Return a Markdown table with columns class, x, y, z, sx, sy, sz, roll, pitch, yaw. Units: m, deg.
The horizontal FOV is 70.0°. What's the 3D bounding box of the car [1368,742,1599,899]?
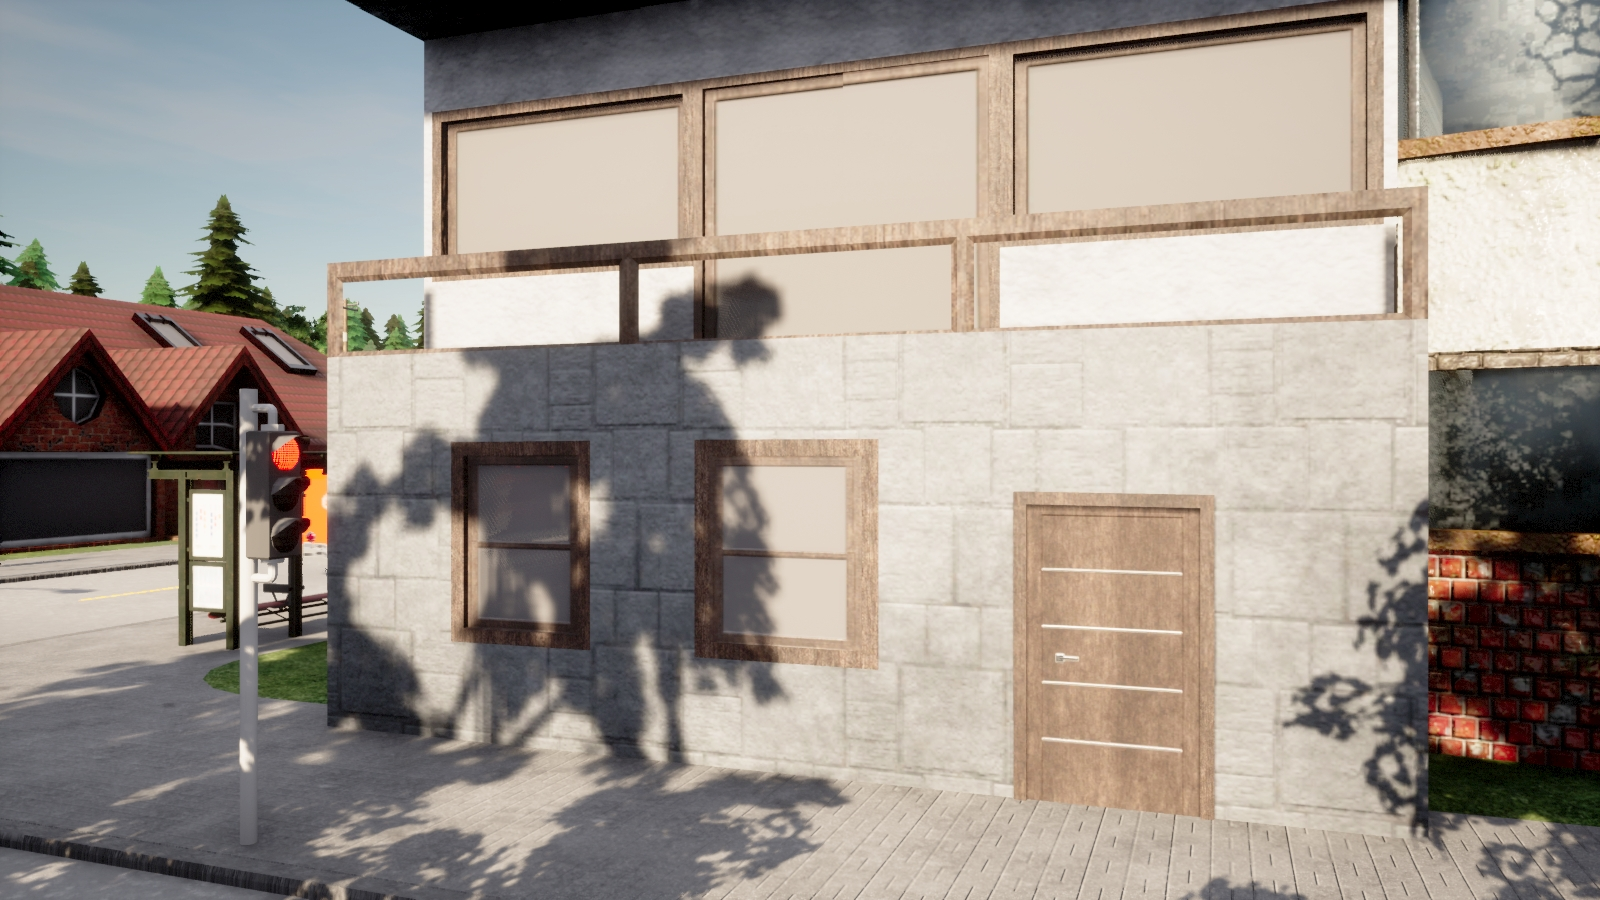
| class | x | y | z | sx | sy | sz | roll | pitch | yaw |
| --- | --- | --- | --- | --- | --- | --- | --- | --- | --- |
| car | 3.429 | 1.806 | 2.544 | 3.705 | 1.549 | 1.789 | 0 | 0 | 20 |
